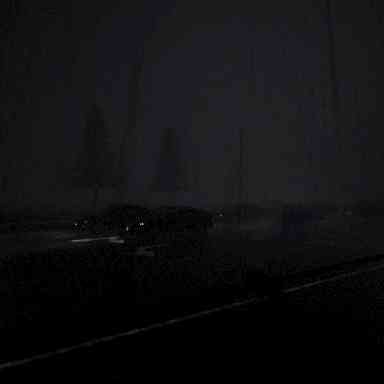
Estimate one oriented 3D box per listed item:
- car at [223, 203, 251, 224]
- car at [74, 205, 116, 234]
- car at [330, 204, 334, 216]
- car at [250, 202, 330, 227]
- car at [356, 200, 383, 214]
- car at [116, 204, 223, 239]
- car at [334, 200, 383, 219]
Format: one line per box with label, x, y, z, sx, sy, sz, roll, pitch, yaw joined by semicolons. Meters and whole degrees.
car;3.653;1.547;24.987;5.357;1.411;2.033;0;0;-35
car;-4.285;1.505;19.341;4.892;1.490;1.837;0;0;-35
car;11.504;1.601;30.559;4.718;1.301;1.895;0;0;-35
car;6.851;1.547;22.970;5.357;1.411;2.033;0;0;-35
car;20.105;1.564;36.593;4.181;1.385;1.994;0;0;-35
car;-1.092;1.491;17.315;4.902;1.511;2.128;0;0;-35
car;14.869;1.491;28.661;4.902;1.511;2.128;0;0;-35
